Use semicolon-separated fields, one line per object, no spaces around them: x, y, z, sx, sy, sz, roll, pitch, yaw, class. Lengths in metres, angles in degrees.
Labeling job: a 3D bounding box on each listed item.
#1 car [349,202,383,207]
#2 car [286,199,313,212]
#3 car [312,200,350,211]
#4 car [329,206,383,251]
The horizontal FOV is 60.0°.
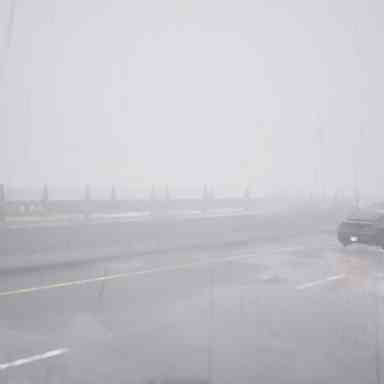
15.987;1.606;29.008;4.181;1.385;1.994;0;0;-37;car
11.845;1.546;34.652;4.892;1.490;1.837;0;0;-37;car
13.974;1.547;31.874;4.892;1.490;1.837;0;0;-37;car
8.053;1.525;14.017;4.892;1.490;1.837;0;0;-37;car
